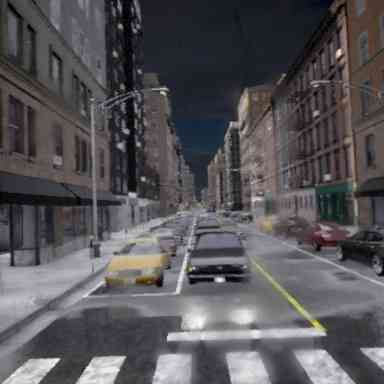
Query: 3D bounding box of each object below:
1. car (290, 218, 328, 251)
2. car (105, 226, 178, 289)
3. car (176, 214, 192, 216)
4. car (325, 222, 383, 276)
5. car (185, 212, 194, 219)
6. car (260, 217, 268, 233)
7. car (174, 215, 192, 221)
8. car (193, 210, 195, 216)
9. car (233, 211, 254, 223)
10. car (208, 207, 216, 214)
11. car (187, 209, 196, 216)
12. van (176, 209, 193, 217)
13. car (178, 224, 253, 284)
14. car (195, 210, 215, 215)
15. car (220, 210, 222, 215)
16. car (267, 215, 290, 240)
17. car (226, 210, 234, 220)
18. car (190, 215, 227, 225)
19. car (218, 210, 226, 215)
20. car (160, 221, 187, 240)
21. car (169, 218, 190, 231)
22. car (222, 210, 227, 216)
[{"bbox_3d":[6.520,2.121,16.584,1.802,1.307,4.206,-2,-3,1],"label":"car"},{"bbox_3d":[-1.607,2.136,11.160,1.752,1.417,4.829,-2,-3,1],"label":"car"},{"bbox_3d":[-1.183,3.185,32.952,1.802,1.307,4.206,-2,-3,1],"label":"car"},{"bbox_3d":[6.415,1.858,11.178,1.947,1.339,4.313,-2,-3,1],"label":"car"},{"bbox_3d":[-0.450,4.899,70.794,1.802,1.307,4.206,-2,-3,1],"label":"car"},{"bbox_3d":[6.731,2.564,27.568,1.752,1.417,4.829,-2,-3,1],"label":"car"},{"bbox_3d":[-1.288,2.923,27.546,1.947,1.339,4.313,-2,-3,1],"label":"car"},{"bbox_3d":[-0.979,3.534,43.770,1.967,1.590,4.097,-2,-3,1],"label":"car"},{"bbox_3d":[7.043,3.318,43.616,2.008,1.369,4.403,-2,-3,1],"label":"car"},{"bbox_3d":[5.308,5.086,91.236,2.150,2.045,5.566,-2,-3,1],"label":"car"},{"bbox_3d":[-0.042,5.601,92.432,2.192,1.841,5.009,-2,-3,1],"label":"car"},{"bbox_3d":[-1.088,3.190,38.369,1.690,1.788,3.998,-2,-3,1],"label":"van"},{"bbox_3d":[0.957,2.072,11.512,2.033,1.411,5.357,-2,-3,5],"label":"car"},{"bbox_3d":[1.618,3.486,43.132,1.812,1.442,4.674,-2,-3,2],"label":"car"},{"bbox_3d":[7.567,4.557,70.645,1.947,1.339,4.313,-2,-3,1],"label":"car"},{"bbox_3d":[6.625,2.351,21.990,1.947,1.339,4.313,-2,-3,1],"label":"car"},{"bbox_3d":[7.252,3.808,54.428,2.008,1.369,4.403,-2,-3,1],"label":"car"},{"bbox_3d":[1.184,2.633,23.804,2.033,1.411,5.357,-2,-3,2],"label":"car"},{"bbox_3d":[7.881,5.300,86.864,1.802,1.307,4.206,-2,-3,1],"label":"car"},{"bbox_3d":[-1.498,2.416,16.735,2.008,1.369,4.403,-2,-3,1],"label":"car"},{"bbox_3d":[-1.393,2.677,22.140,1.947,1.339,4.313,-2,-3,1],"label":"car"},{"bbox_3d":[7.462,4.313,65.239,1.947,1.339,4.313,-2,-3,1],"label":"car"}]
